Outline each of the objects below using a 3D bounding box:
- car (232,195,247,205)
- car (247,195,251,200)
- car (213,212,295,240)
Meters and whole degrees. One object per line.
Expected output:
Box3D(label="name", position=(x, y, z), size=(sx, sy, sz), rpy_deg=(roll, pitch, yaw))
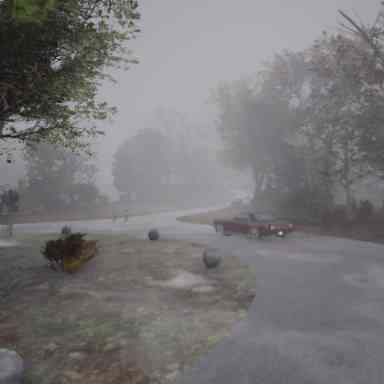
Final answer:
Box3D(label="car", position=(9.778, 2.015, 71.014), size=(2.128, 1.511, 4.902), rpy_deg=(-1, 1, 17))
Box3D(label="car", position=(15.108, 1.481, 90.029), size=(1.837, 1.490, 4.892), rpy_deg=(-1, 2, 13))
Box3D(label="car", position=(3.132, 1.746, 18.017), size=(1.895, 1.301, 4.718), rpy_deg=(0, -1, -31))
